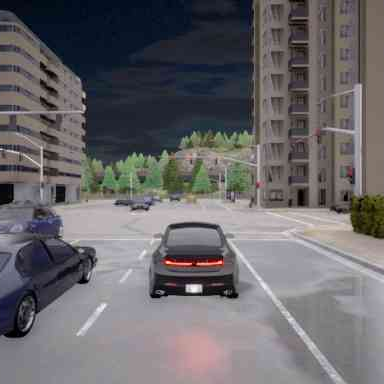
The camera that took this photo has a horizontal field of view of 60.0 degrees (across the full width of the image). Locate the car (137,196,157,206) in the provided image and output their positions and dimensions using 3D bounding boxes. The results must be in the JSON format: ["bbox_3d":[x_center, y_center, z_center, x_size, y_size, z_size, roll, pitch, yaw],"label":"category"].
[{"bbox_3d":[-7.178,1.477,53.121,1.882,1.535,5.008,0,0,0],"label":"car"}]

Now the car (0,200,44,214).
[{"bbox_3d":[-18.231,1.563,35.401,4.181,1.385,1.994,0,0,-13],"label":"car"}]

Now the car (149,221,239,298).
[{"bbox_3d":[0.050,1.505,8.466,1.837,1.490,4.892,0,0,0],"label":"car"}]

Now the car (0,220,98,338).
[{"bbox_3d":[-3.460,1.547,6.537,2.033,1.411,5.357,0,0,0],"label":"car"}]

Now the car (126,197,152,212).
[{"bbox_3d":[-6.159,1.563,38.290,1.994,1.385,4.181,0,0,-15],"label":"car"}]

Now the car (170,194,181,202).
[{"bbox_3d":[-3.618,1.192,72.924,2.097,1.767,4.553,0,0,0],"label":"car"}]

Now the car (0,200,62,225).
[{"bbox_3d":[-7.122,1.351,13.884,2.097,1.767,4.553,0,0,0],"label":"car"}]

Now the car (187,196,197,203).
[{"bbox_3d":[-0.031,1.476,70.020,1.882,1.535,5.008,0,0,0],"label":"car"}]

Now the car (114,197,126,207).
[{"bbox_3d":[-10.678,1.546,51.529,2.033,1.411,5.357,0,0,0],"label":"car"}]

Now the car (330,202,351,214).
[{"bbox_3d":[17.290,1.546,34.599,5.357,1.411,2.033,0,0,0],"label":"car"}]

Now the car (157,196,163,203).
[{"bbox_3d":[-7.114,1.523,68.107,1.812,1.442,4.674,0,0,0],"label":"car"}]
